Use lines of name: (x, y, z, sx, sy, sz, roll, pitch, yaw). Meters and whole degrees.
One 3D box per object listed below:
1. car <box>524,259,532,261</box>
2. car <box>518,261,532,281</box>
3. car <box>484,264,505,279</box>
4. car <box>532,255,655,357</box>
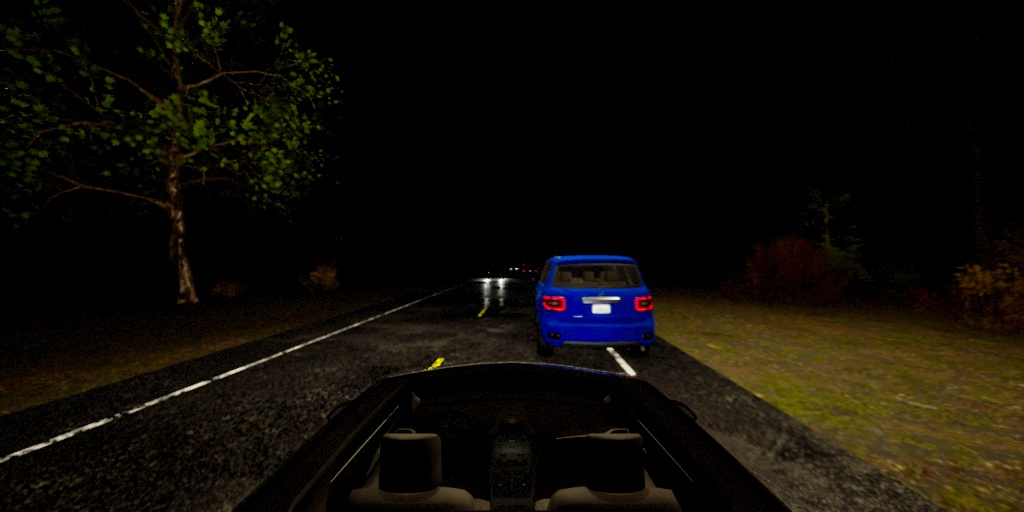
car: (2.526, 1.390, 50.790, 2.150, 2.045, 5.566, 0, -1, 3)
car: (2.011, 1.602, 39.389, 2.033, 1.411, 5.357, 0, -1, 3)
car: (-1.745, 1.562, 37.959, 1.837, 1.490, 4.892, 0, -1, 3)
car: (1.657, 1.017, 8.801, 2.150, 2.045, 5.566, 0, 0, 3)
